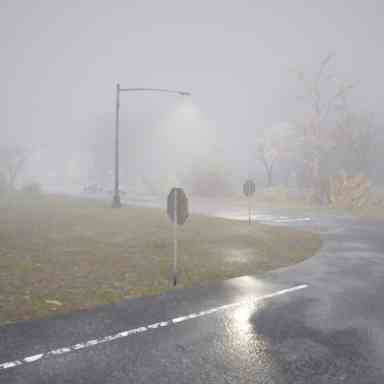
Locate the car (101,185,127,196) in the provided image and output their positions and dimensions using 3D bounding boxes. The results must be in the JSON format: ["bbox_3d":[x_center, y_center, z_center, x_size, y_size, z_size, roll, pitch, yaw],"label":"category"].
[{"bbox_3d":[-11.905,-0.119,51.706,1.895,1.301,4.718,0,2,-36],"label":"car"}]

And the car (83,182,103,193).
[{"bbox_3d":[-17.728,-0.821,59.826,2.150,2.045,5.566,0,2,-36],"label":"car"}]
